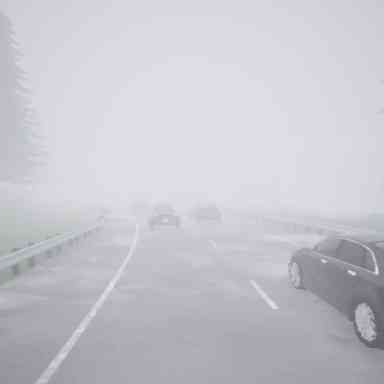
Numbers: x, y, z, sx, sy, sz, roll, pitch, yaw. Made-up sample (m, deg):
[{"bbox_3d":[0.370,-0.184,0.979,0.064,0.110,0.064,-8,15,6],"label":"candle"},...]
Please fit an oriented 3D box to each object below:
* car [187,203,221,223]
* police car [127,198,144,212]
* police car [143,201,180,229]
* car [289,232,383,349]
[{"bbox_3d":[0.879,1.576,26.157,2.128,1.511,4.902,0,0,-11],"label":"car"},{"bbox_3d":[-6.697,1.571,40.506,1.930,1.638,5.238,0,0,-19],"label":"police car"},{"bbox_3d":[-2.037,1.584,22.838,2.038,1.542,4.974,0,0,-10],"label":"police car"},{"bbox_3d":[3.366,1.520,6.279,1.837,1.490,4.892,0,0,-3],"label":"car"}]
